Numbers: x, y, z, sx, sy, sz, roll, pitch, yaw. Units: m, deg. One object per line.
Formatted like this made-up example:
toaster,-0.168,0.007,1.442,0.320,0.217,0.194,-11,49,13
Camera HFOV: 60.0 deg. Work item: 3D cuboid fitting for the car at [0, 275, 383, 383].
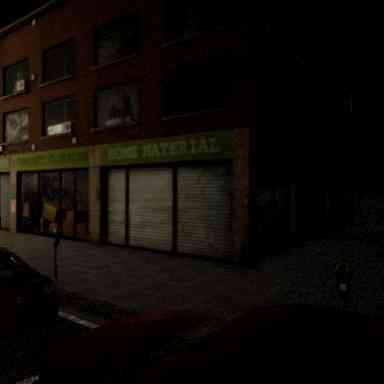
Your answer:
car,0.679,1.540,2.326,4.507,1.381,1.887,1,0,35

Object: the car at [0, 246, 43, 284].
car,-3.945,1.537,5.623,4.206,1.307,1.802,1,0,35
